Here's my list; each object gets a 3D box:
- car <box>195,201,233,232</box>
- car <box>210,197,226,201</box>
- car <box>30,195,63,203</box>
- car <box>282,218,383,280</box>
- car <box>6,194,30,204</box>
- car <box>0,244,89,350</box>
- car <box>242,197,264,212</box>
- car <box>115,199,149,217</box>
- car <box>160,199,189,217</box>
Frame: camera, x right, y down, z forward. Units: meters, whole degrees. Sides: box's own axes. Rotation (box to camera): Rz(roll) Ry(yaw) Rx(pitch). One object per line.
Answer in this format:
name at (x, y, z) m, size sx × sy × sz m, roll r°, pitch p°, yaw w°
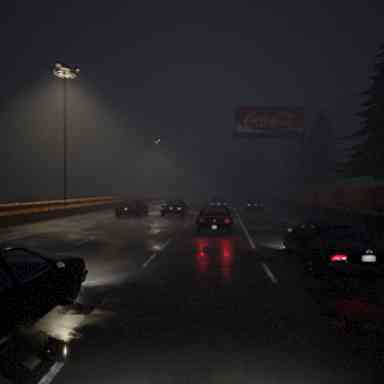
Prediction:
car at (1.287, 1.421, 18.555) m, size 1.895 × 1.301 × 4.718 m, roll 0°, pitch 1°, yaw 5°
car at (2.848, 1.207, 35.356) m, size 2.033 × 1.411 × 5.357 m, roll 0°, pitch 1°, yaw 5°
car at (-14.828, 1.174, 35.609) m, size 1.895 × 1.301 × 4.718 m, roll 0°, pitch 1°, yaw 6°
car at (4.026, 1.469, 9.717) m, size 2.033 × 1.411 × 5.357 m, roll 0°, pitch 1°, yaw 4°
car at (-18.254, 1.055, 36.497) m, size 1.837 × 1.490 × 4.892 m, roll 0°, pitch 0°, yaw 6°
car at (-3.260, 1.483, 4.803) m, size 2.033 × 1.411 × 5.357 m, roll 0°, pitch 1°, yaw 2°
car at (6.219, 1.238, 33.877) m, size 2.033 × 1.411 × 5.357 m, roll 0°, pitch 1°, yaw 5°
car at (-4.904, 1.264, 27.580) m, size 1.994 × 1.385 × 4.181 m, roll 0°, pitch 1°, yaw 5°
car at (-1.378, 1.263, 27.771) m, size 2.033 × 1.411 × 5.357 m, roll 0°, pitch 1°, yaw 5°
